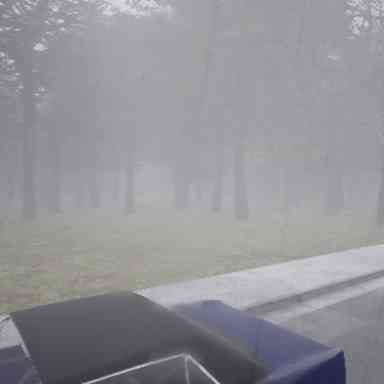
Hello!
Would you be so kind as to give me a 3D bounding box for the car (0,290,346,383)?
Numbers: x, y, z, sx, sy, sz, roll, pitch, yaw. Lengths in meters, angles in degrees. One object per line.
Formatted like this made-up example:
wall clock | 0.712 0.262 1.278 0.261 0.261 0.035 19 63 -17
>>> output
car | -1.027 1.601 2.339 4.718 1.301 1.895 0 0 -36
